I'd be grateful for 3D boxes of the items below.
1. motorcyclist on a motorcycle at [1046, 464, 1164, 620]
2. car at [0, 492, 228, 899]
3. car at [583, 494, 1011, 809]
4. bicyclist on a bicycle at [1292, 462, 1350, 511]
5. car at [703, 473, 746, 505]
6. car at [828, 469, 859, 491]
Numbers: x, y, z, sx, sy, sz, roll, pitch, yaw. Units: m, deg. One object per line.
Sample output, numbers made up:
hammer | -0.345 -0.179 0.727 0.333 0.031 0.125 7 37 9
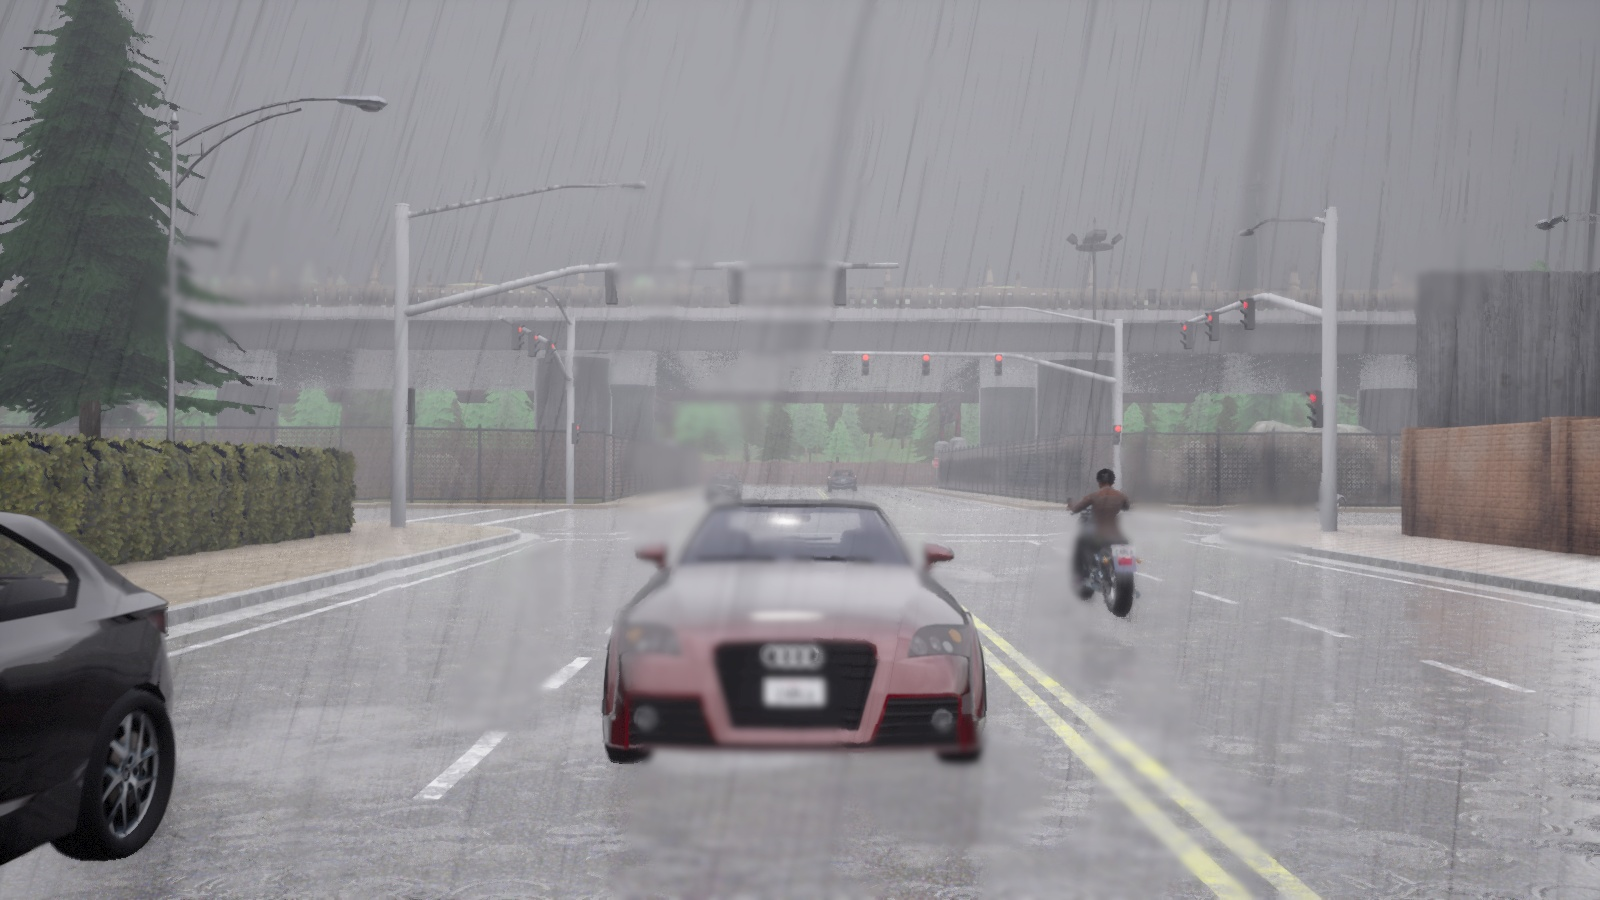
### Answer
motorcyclist on a motorcycle | 3.463 0.994 14.485 0.766 1.649 2.350 0 -1 0
car | -3.509 0.903 3.620 1.816 1.474 4.193 0 -1 0
car | -0.020 1.012 7.957 1.994 1.385 4.181 0 -1 0
bicyclist on a bicycle | 18.956 1.319 45.688 1.843 1.776 0.659 0 -1 0
car | -3.653 1.868 61.209 1.816 1.474 4.193 0 -1 0
car | 3.261 2.238 94.996 2.242 1.667 4.611 0 -1 0
